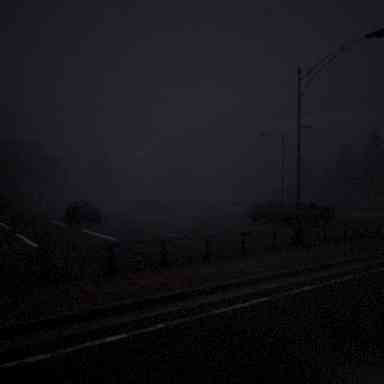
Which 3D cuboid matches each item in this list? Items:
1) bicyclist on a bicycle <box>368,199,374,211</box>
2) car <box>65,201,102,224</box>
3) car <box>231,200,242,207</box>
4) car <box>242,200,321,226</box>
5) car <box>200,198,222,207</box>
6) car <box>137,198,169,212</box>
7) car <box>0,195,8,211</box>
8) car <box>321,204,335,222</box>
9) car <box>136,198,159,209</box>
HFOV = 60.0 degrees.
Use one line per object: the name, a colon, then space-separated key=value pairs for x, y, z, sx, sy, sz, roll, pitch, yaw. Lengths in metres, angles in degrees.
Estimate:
bicyclist on a bicycle: x=23.222 y=1.710 z=43.120 sx=1.656 sy=1.620 sz=0.582 roll=0 pitch=0 yaw=-36
car: x=-7.719 y=1.388 z=23.596 sx=1.845 sy=1.501 sz=3.633 roll=1 pitch=0 yaw=-36
car: x=8.683 y=1.971 z=56.294 sx=1.895 sy=1.301 sz=4.718 roll=1 pitch=0 yaw=-36
car: x=6.376 y=1.510 z=24.309 sx=2.152 sy=1.636 sz=5.027 roll=1 pitch=0 yaw=-36
car: x=3.233 y=1.863 z=57.780 sx=1.812 sy=1.442 sz=4.674 roll=1 pitch=-1 yaw=-36
car: x=-4.433 y=1.564 z=39.527 sx=1.970 sy=1.475 sz=3.806 roll=1 pitch=0 yaw=-36
car: x=-21.505 y=1.130 z=36.521 sx=1.932 sy=1.855 sz=4.605 roll=1 pitch=0 yaw=-36
car: x=8.889 y=1.548 z=26.188 sx=2.007 sy=1.523 sz=4.514 roll=1 pitch=0 yaw=-36
car: x=-6.361 y=1.580 z=47.288 sx=1.845 sy=1.501 sz=3.633 roll=1 pitch=0 yaw=-36
